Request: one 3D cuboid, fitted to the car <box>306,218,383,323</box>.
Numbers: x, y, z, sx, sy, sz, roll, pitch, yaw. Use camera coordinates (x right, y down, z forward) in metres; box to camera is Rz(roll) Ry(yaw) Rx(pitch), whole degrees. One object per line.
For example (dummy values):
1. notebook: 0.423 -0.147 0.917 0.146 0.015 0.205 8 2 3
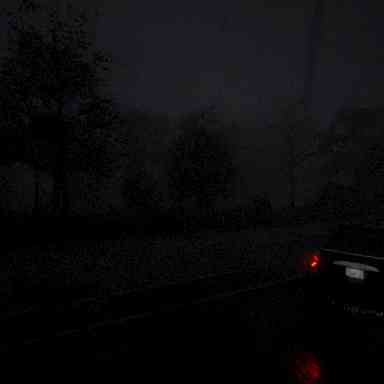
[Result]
1. car: 4.357 1.325 6.586 4.553 1.767 2.097 0 0 -35
